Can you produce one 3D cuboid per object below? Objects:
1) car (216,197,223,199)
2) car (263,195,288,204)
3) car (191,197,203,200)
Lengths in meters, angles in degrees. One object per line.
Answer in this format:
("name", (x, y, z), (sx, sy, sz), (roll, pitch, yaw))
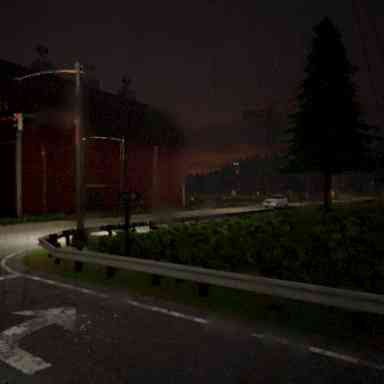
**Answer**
("car", (7.568, 2.075, 92.773), (1.784, 1.438, 3.905), (-1, 0, 36))
("car", (13.048, 1.469, 51.750), (2.150, 2.045, 5.566), (-1, -1, 37))
("car", (1.014, 2.046, 81.638), (1.816, 1.474, 4.193), (-1, 0, 36))
